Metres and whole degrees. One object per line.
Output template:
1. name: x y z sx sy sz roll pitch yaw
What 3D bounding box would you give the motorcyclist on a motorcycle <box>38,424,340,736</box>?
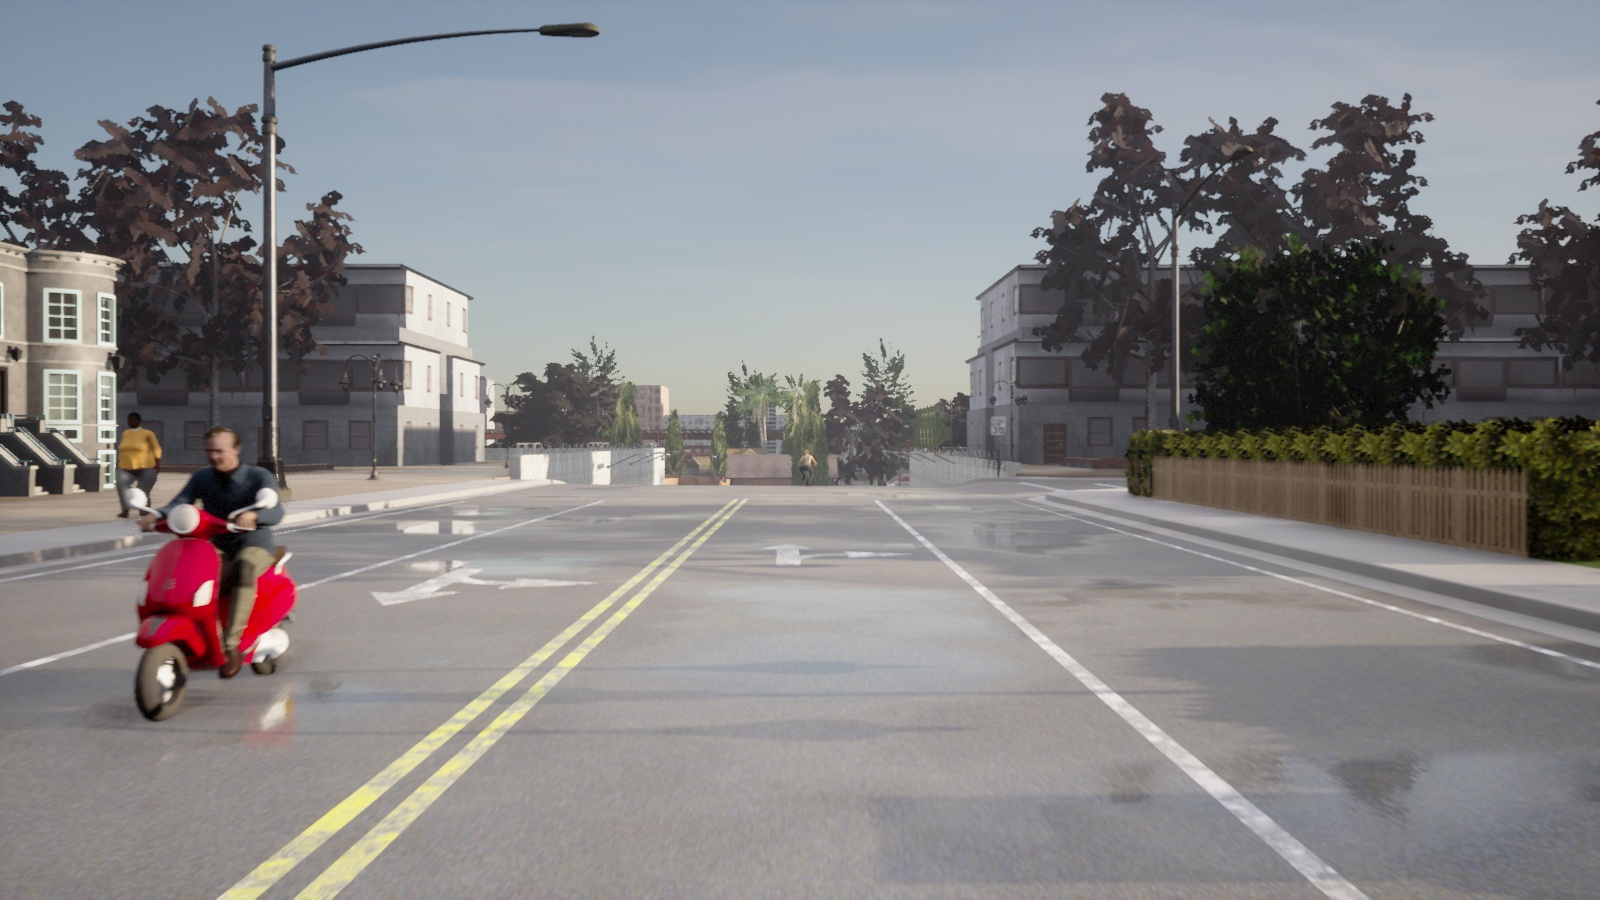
1. motorcyclist on a motorcycle: -3.443 0.656 7.304 0.866 1.590 1.817 0 0 0

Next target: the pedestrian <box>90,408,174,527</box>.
1. pedestrian: -10.705 0.273 20.148 0.874 1.855 0.900 0 0 0
